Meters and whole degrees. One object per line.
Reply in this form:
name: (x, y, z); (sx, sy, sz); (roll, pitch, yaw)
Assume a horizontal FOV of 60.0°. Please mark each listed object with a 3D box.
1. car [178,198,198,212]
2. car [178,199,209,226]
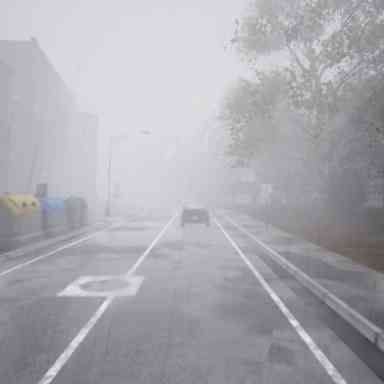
car: (-0.547, 1.587, 41.473); (1.812, 1.442, 4.674); (1, 0, -8)
car: (0.210, 1.502, 23.475); (1.882, 1.535, 5.008); (0, 0, 0)
